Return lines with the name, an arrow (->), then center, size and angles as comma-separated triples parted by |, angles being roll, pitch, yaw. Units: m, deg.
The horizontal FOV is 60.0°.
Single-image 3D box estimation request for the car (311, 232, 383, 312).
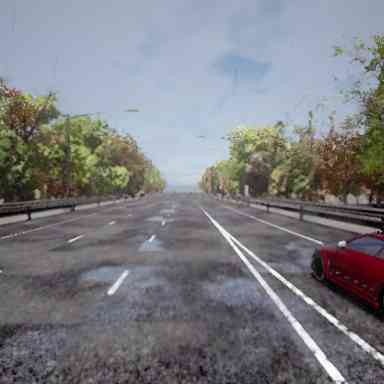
car -> 4.148, 1.521, 6.921 | 1.994, 1.385, 4.181 | 0, 0, -4
